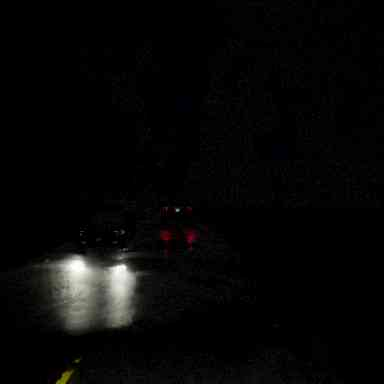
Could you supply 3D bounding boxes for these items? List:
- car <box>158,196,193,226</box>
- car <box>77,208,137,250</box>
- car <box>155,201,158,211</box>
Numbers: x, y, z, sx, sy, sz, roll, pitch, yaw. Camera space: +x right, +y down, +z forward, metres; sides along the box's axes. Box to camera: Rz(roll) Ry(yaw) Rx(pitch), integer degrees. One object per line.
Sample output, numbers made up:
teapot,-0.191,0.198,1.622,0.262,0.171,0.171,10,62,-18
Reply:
car,-1.195,1.266,24.298,2.150,2.045,5.566,0,0,-6
car,-3.606,1.500,14.808,1.882,1.535,5.008,0,0,-3
car,-3.667,1.586,42.749,1.882,1.535,5.008,0,0,-10
